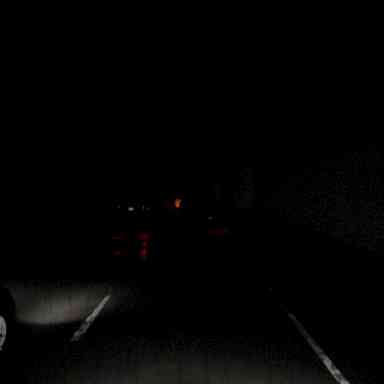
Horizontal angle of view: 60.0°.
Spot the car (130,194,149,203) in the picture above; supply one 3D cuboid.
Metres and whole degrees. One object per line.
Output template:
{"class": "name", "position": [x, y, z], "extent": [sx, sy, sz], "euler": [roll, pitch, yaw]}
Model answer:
{"class": "car", "position": [-9.109, 1.121, 57.716], "extent": [1.895, 1.301, 4.718], "euler": [0, 1, -26]}

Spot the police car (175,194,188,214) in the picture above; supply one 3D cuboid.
{"class": "police car", "position": [-0.158, 1.157, 32.175], "extent": [1.930, 1.638, 5.238], "euler": [0, 0, -9]}

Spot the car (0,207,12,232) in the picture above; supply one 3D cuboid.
{"class": "car", "position": [-10.693, 1.357, 16.146], "extent": [2.128, 1.511, 4.902], "euler": [0, 0, -1]}

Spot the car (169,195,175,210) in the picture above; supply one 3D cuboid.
{"class": "car", "position": [-1.356, 1.032, 38.338], "extent": [2.097, 1.767, 4.553], "euler": [0, 0, -13]}

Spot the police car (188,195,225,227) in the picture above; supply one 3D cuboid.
{"class": "police car", "position": [0.947, 1.246, 21.537], "extent": [1.930, 1.638, 5.238], "euler": [0, 0, -3]}

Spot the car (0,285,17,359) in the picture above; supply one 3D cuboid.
{"class": "car", "position": [-3.399, 1.481, 2.769], "extent": [1.837, 1.490, 4.892], "euler": [0, 0, 0]}

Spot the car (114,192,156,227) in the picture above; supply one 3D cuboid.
{"class": "car", "position": [-3.624, 1.041, 21.576], "extent": [2.150, 2.045, 5.566], "euler": [0, 0, -3]}
